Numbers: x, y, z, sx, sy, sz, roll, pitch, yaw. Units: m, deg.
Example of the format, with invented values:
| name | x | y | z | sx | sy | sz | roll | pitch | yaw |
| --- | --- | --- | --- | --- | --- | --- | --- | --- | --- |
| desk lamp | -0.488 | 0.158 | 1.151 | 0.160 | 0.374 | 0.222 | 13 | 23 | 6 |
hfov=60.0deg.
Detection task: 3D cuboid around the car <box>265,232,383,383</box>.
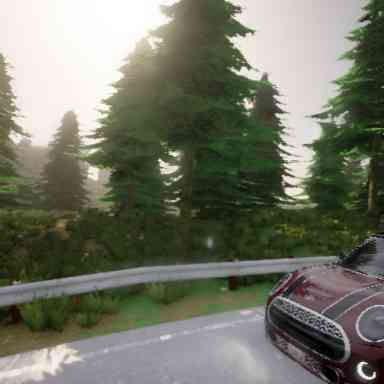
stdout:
| name | x | y | z | sx | sy | sz | roll | pitch | yaw |
| --- | --- | --- | --- | --- | --- | --- | --- | --- | --- |
| car | 3.350 | 1.382 | 4.873 | 4.553 | 1.767 | 2.097 | 1 | 0 | -22 |
